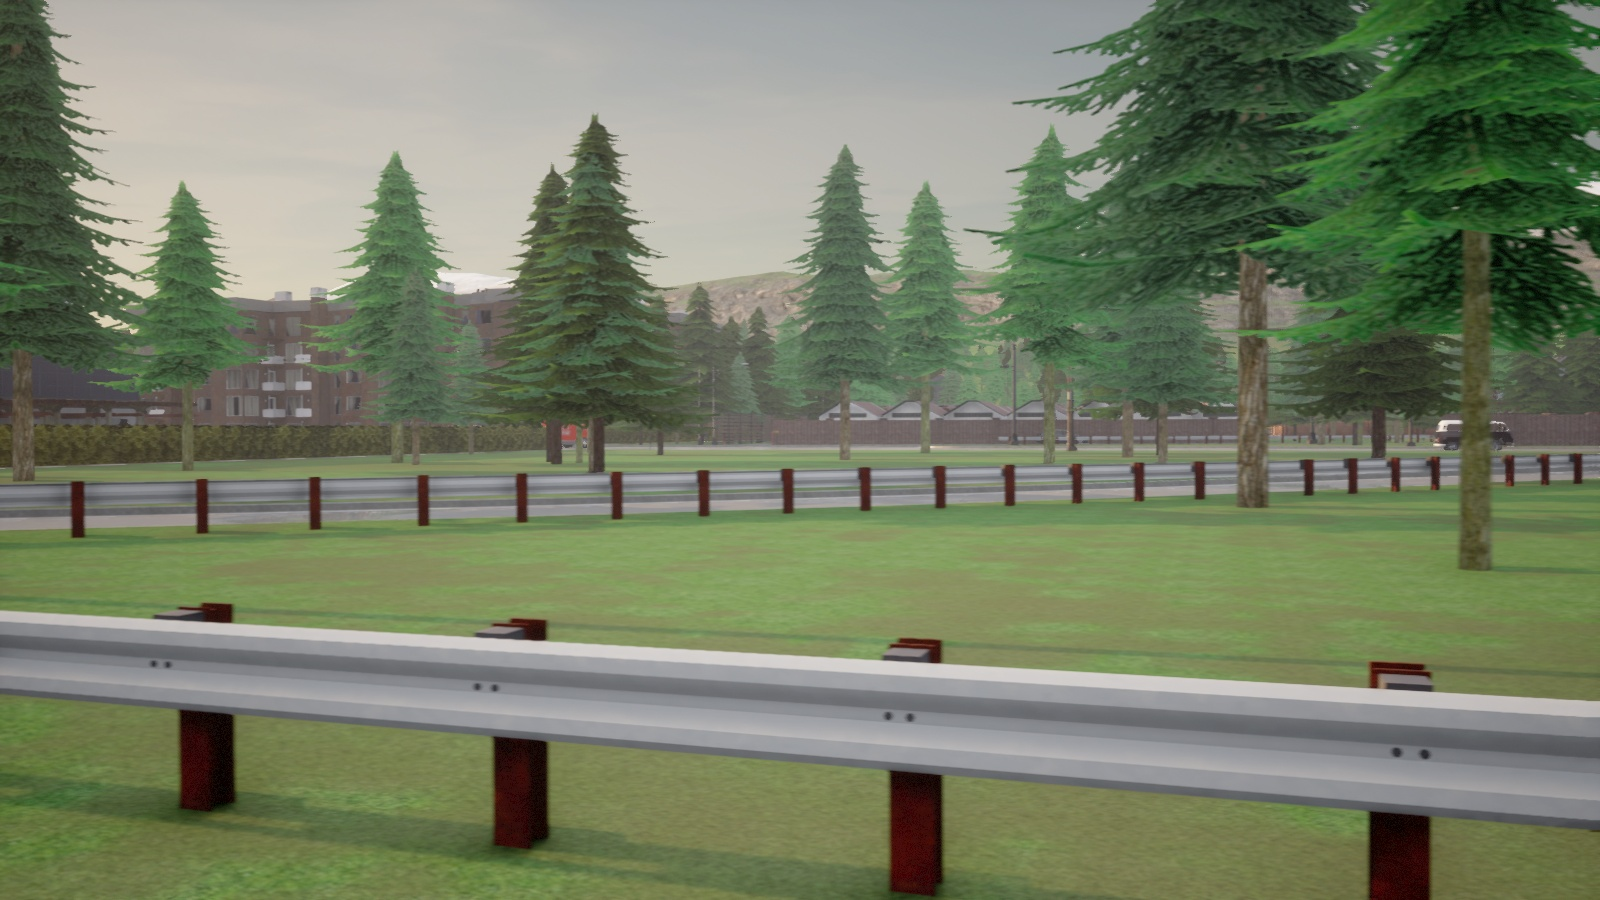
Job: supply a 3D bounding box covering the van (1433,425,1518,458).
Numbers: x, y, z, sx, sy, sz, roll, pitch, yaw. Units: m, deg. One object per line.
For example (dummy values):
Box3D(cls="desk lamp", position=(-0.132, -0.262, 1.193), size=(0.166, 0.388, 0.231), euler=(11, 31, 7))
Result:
Box3D(cls="van", position=(43.227, -0.575, 80.419), size=(4.480, 2.038, 2.069), euler=(1, 1, 19))
